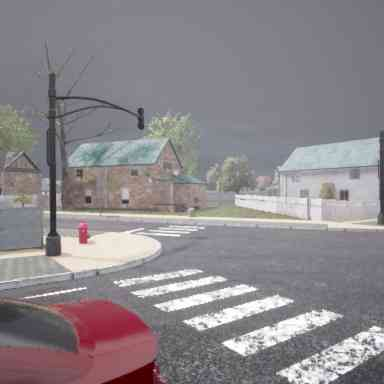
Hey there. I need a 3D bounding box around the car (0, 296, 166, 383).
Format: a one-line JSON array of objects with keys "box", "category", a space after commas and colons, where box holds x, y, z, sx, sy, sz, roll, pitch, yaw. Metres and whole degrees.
[{"box": [-2.535, 1.483, 1.756, 5.008, 1.535, 1.882, 0, 0, -36], "category": "car"}]
